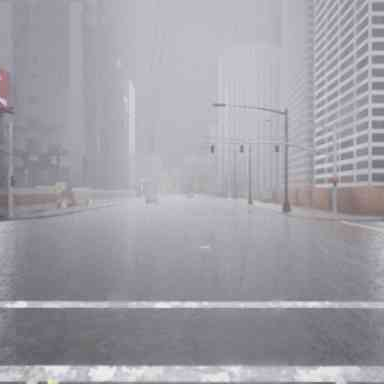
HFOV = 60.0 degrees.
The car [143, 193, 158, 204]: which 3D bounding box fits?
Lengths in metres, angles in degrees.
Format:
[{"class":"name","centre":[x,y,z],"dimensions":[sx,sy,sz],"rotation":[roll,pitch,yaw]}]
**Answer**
[{"class":"car","centre":[-7.061,1.388,58.672],"dimensions":[1.837,1.490,4.892],"rotation":[0,0,0]}]
